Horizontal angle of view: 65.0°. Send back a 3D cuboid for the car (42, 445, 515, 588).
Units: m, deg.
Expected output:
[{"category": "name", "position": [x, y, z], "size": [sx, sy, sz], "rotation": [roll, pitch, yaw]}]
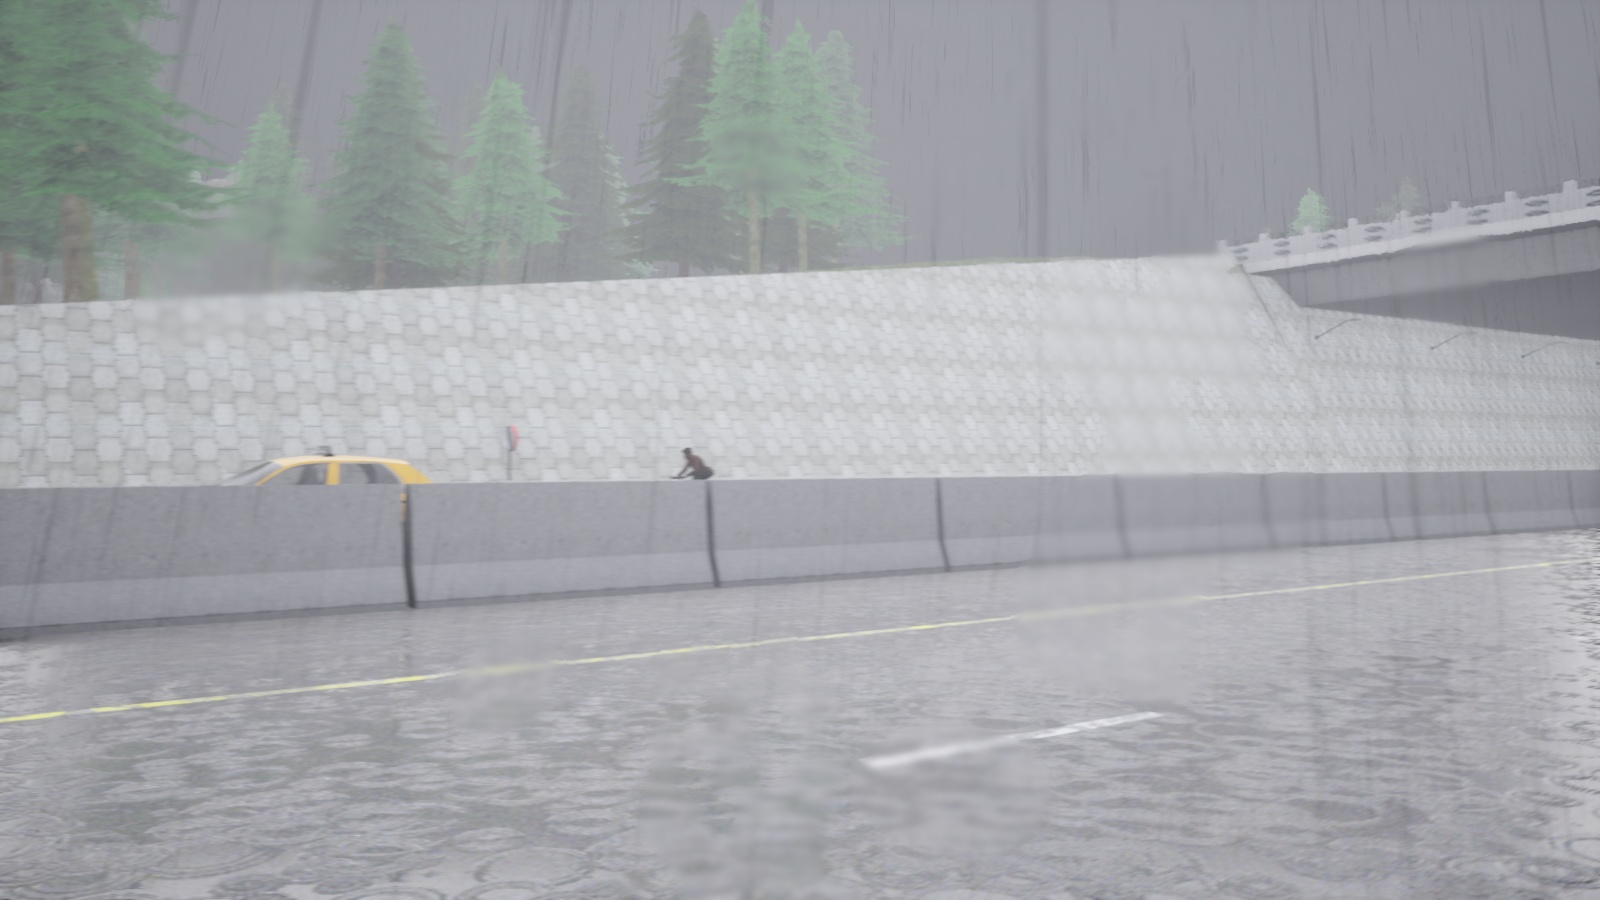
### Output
[{"category": "car", "position": [-6.558, 0.739, 16.152], "size": [5.366, 1.575, 1.801], "rotation": [0, 0, -35]}]
